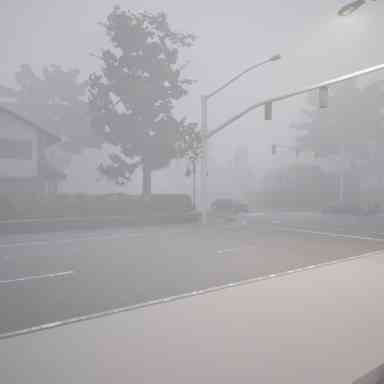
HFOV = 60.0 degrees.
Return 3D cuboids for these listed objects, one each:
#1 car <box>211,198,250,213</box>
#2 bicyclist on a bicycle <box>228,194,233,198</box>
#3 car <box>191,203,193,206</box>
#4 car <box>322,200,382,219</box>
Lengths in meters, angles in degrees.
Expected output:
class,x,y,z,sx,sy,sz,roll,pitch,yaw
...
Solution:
class,x,y,z,sx,sy,sz,roll,pitch,yaw
car,4.055,1.416,35.722,1.837,1.490,4.892,0,0,-36
bicyclist on a bicycle,5.832,1.176,51.011,1.656,1.620,0.582,0,0,-36
car,-1.851,1.241,43.762,2.097,1.767,4.553,0,0,-36
car,13.675,1.422,28.803,2.128,1.511,4.902,0,0,-36
